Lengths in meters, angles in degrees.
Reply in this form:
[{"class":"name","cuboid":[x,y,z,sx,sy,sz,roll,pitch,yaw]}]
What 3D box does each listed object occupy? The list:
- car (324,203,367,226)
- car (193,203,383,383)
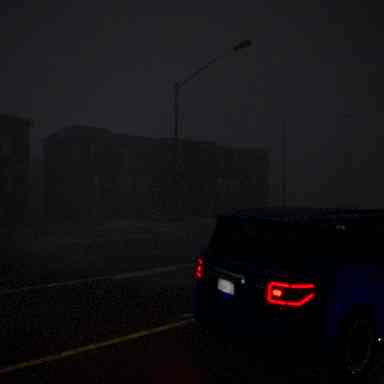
[{"class":"car","cuboid":[12.294,1.694,26.472,1.837,1.490,4.892,2,1,40]},{"class":"car","cuboid":[2.627,1.265,5.660,5.566,2.045,2.150,0,0,-35]}]
